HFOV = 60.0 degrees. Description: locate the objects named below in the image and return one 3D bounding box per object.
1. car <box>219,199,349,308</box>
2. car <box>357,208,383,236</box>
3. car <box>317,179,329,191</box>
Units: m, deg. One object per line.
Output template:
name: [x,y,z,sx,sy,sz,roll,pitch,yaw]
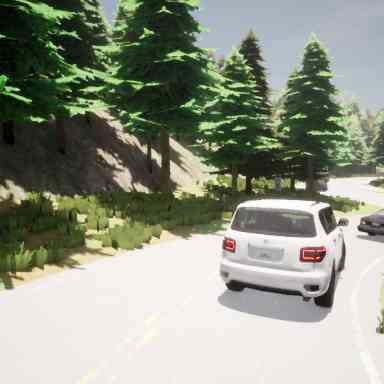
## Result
car: [2.552,1.200,8.380,2.150,2.045,5.566,3,2,27]
car: [10.135,1.414,15.830,5.357,1.411,2.033,-1,5,-32]
car: [16.146,-0.923,43.061,1.882,1.535,5.008,0,5,8]
